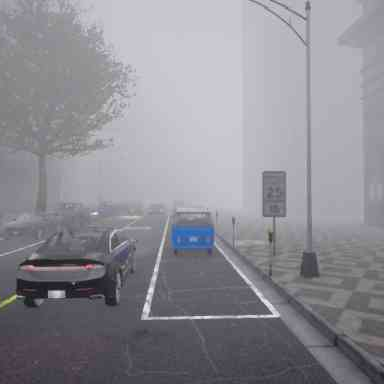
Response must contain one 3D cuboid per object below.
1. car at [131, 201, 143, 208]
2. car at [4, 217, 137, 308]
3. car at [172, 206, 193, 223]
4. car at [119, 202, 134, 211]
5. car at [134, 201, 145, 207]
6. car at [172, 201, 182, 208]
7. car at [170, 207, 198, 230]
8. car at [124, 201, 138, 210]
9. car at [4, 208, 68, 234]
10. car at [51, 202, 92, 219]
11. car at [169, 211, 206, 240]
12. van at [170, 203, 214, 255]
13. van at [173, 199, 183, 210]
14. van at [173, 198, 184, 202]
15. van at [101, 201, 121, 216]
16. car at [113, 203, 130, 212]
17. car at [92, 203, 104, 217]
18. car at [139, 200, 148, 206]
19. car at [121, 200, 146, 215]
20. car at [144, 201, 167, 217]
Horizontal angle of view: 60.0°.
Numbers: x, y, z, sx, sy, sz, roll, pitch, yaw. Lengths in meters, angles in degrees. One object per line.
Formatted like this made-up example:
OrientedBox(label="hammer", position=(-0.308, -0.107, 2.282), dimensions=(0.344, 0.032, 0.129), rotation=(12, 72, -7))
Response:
OrientedBox(label="car", position=(-11.723, 2.603, 70.840), dimensions=(2.008, 1.369, 4.403), rotation=(0, -1, -3))
OrientedBox(label="car", position=(-2.492, 1.603, 8.220), dimensions=(2.128, 1.511, 4.902), rotation=(0, -1, -3))
OrientedBox(label="car", position=(-0.941, 2.018, 30.251), dimensions=(1.802, 1.307, 4.206), rotation=(0, -1, -3))
OrientedBox(label="car", position=(-10.877, 2.342, 55.534), dimensions=(1.752, 1.417, 4.829), rotation=(0, -1, -3))
OrientedBox(label="car", position=(-12.023, 2.681, 76.275), dimensions=(1.887, 1.381, 4.507), rotation=(0, -1, -3))
OrientedBox(label="car", position=(-3.032, 2.577, 68.081), dimensions=(1.947, 1.339, 4.313), rotation=(0, -1, -3))
OrientedBox(label="car", position=(-0.642, 1.900, 24.846), dimensions=(1.887, 1.381, 4.507), rotation=(0, -1, -3))
OrientedBox(label="car", position=(-11.178, 2.451, 60.984), dimensions=(2.008, 1.369, 4.403), rotation=(0, -1, -3))
OrientedBox(label="car", position=(-8.843, 1.808, 18.741), dimensions=(1.887, 1.381, 4.507), rotation=(0, -1, -3))
OrientedBox(label="car", position=(-9.134, 1.656, 24.025), dimensions=(2.192, 1.841, 5.009), rotation=(0, -1, -3))
OrientedBox(label="car", position=(-0.343, 1.842, 19.442), dimensions=(1.947, 1.339, 4.313), rotation=(0, -1, -3))
OrientedBox(label="van", position=(-0.044, 1.537, 14.041), dimensions=(1.690, 1.788, 3.998), rotation=(0, -1, -3))
OrientedBox(label="van", position=(-2.434, 2.186, 57.276), dimensions=(1.690, 1.788, 3.998), rotation=(0, -1, -3))
OrientedBox(label="van", position=(-1.836, 2.021, 46.467), dimensions=(1.690, 1.788, 3.998), rotation=(0, -1, -3))
OrientedBox(label="van", position=(-10.010, 1.919, 39.866), dimensions=(1.690, 1.788, 3.998), rotation=(0, -1, -3))
OrientedBox(label="car", position=(-10.594, 2.304, 50.422), dimensions=(1.947, 1.339, 4.313), rotation=(0, -1, -3))
OrientedBox(label="car", position=(-9.426, 1.971, 29.302), dimensions=(2.008, 1.369, 4.403), rotation=(0, -1, -3))
OrientedBox(label="car", position=(-12.624, 2.858, 87.146), dimensions=(2.008, 1.369, 4.403), rotation=(0, -1, -3))
OrientedBox(label="car", position=(-7.430, 2.121, 43.198), dimensions=(2.128, 1.511, 4.902), rotation=(0, -1, -3))
OrientedBox(label="car", position=(-4.147, 2.117, 39.183), dimensions=(2.033, 1.411, 5.357), rotation=(0, -1, -3))
